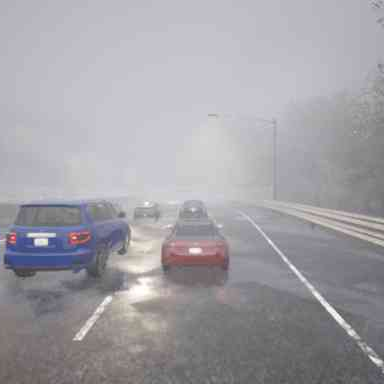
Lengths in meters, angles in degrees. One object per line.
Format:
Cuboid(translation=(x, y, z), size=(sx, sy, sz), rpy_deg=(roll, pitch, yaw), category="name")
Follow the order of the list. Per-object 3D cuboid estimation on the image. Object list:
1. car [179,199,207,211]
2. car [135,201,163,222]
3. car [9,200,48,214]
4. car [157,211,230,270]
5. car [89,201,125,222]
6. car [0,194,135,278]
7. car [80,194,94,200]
Cuboid(translation=(0.099, 1.336, 26.187), size=(2.097, 1.767, 4.553), rpy_deg=(0, 0, 0), category="car")
Cuboid(translation=(-3.400, 1.475, 26.418), size=(2.128, 1.511, 4.902), rpy_deg=(0, 0, 0), category="car")
Cuboid(translation=(-17.584, 1.582, 36.029), size=(1.895, 1.301, 4.718), rpy_deg=(0, 0, 0), category="car")
Cuboid(translation=(0.095, 1.555, 10.999), size=(1.994, 1.385, 4.181), rpy_deg=(0, 0, 0), category="car")
Cuboid(translation=(-6.898, 1.509, 27.435), size=(1.812, 1.442, 4.674), rpy_deg=(0, 0, 0), category="car")
Cuboid(translation=(-3.402, 1.214, 10.200), size=(2.150, 2.045, 5.566), rpy_deg=(0, 0, 0), category="car")
Cuboid(translation=(-24.483, 1.147, 77.953), size=(1.812, 1.442, 4.674), rpy_deg=(0, 0, 0), category="car")
